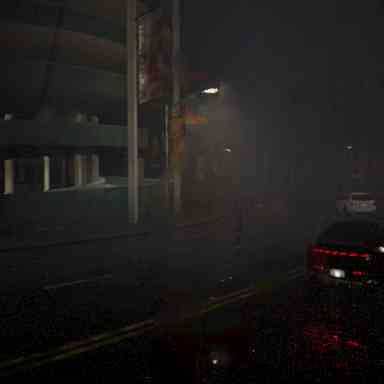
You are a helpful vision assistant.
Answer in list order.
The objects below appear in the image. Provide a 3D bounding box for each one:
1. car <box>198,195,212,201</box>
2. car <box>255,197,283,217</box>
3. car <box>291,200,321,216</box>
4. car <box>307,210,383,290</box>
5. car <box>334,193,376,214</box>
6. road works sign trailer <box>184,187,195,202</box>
[{"bbox_3d":[3.106,1.478,80.488,2.231,1.521,4.892,0,0,-29],"label":"car"},{"bbox_3d":[6.970,1.306,30.433,2.097,1.767,4.553,-1,0,7],"label":"car"},{"bbox_3d":[10.563,1.489,31.060,1.994,1.385,4.181,0,0,6],"label":"car"},{"bbox_3d":[4.746,1.473,9.009,1.837,1.490,4.892,0,1,42],"label":"car"},{"bbox_3d":[14.062,1.118,28.970,2.150,2.045,5.566,0,0,10],"label":"car"},{"bbox_3d":[-0.889,0.493,81.308,2.380,3.560,2.880,0,0,-29],"label":"road works sign trailer"}]
